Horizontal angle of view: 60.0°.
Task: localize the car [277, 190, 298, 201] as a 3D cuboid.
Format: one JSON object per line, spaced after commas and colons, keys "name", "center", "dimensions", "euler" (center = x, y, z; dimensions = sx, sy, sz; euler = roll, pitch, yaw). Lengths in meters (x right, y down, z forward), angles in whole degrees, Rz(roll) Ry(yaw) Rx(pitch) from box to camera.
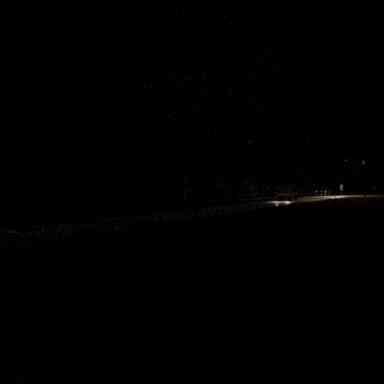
{"name": "car", "center": [14.249, 0.495, 49.543], "dimensions": [1.882, 1.535, 5.008], "euler": [-1, 0, 35]}
